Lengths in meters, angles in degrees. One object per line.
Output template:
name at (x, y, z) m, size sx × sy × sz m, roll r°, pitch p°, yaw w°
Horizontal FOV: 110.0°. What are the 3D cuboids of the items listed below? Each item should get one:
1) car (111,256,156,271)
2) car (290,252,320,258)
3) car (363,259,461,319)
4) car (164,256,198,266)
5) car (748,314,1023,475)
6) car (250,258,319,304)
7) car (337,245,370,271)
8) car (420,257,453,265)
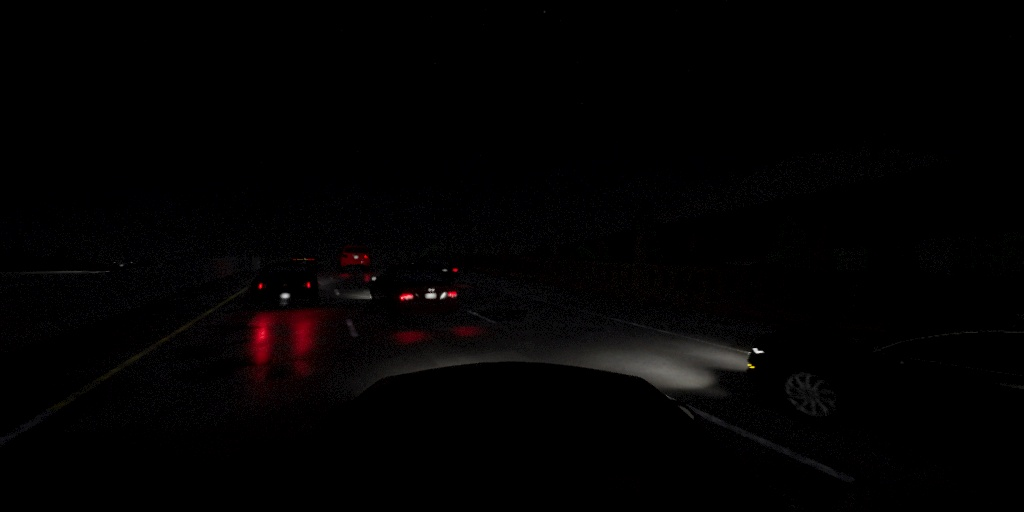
car at (-35.265, 0.697, 33.523) m, size 2.128 × 1.511 × 4.902 m, roll 1°, pitch -4°, yaw -28°
car at (-16.891, 0.436, 29.268) m, size 1.837 × 1.490 × 4.892 m, roll 1°, pitch 0°, yaw -28°
car at (-3.311, 1.012, 11.558) m, size 2.033 × 1.411 × 5.357 m, roll 1°, pitch 1°, yaw -28°
car at (-32.185, 0.740, 35.185) m, size 1.837 × 1.490 × 4.892 m, roll 1°, pitch -4°, yaw -28°
car at (5.074, 1.326, 3.432) m, size 1.837 × 1.490 × 4.892 m, roll 1°, pitch 2°, yaw -28°
car at (-8.315, 0.917, 13.446) m, size 1.895 × 1.301 × 4.718 m, roll 1°, pitch 1°, yaw -28°
car at (-13.204, 0.181, 29.816) m, size 2.150 × 2.045 × 5.566 m, roll 1°, pitch 0°, yaw -28°
car at (-4.839, 0.758, 21.724) m, size 2.033 × 1.411 × 5.357 m, roll 1°, pitch 1°, yaw -28°
